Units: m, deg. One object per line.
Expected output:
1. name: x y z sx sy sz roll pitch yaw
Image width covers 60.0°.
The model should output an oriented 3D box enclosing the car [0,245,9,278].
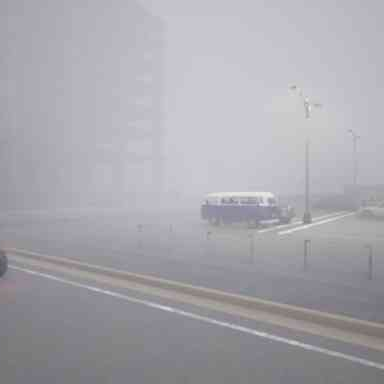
1. car: -6.646 1.524 8.719 4.181 1.385 1.994 0 0 36

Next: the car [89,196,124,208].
1. car: -11.350 1.289 44.368 1.882 1.535 5.008 0 0 35

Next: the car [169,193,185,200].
1. car: -3.617 1.094 81.283 1.851 1.617 3.988 0 0 36

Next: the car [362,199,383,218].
1. car: 16.226 1.354 27.218 3.905 1.438 1.784 0 0 36

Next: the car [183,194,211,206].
1. car: 0.829 1.292 61.340 1.882 1.535 5.008 0 0 36

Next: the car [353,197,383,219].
1. car: 14.531 1.385 24.870 3.806 1.475 1.970 0 0 36

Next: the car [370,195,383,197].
1. car: 17.755 1.143 29.423 4.605 1.855 1.932 0 0 36
